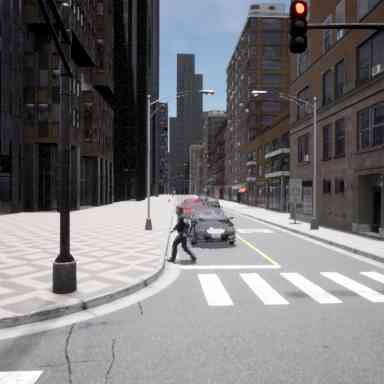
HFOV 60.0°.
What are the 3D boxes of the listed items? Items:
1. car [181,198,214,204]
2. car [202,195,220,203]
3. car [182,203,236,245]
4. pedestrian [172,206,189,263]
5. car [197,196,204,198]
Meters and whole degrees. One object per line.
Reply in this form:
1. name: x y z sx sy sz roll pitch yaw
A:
1. car: 0.330 1.482 25.904 1.882 1.535 5.008 0 0 -3
2. car: 2.676 1.549 45.181 2.033 1.411 5.357 0 0 -4
3. car: 0.785 1.494 15.618 2.128 1.511 4.902 0 0 -4
4. pedestrian: -0.362 1.291 10.421 0.375 1.860 0.375 0 0 -3
5. car: -0.130 1.481 36.247 1.882 1.535 5.008 0 0 -2
